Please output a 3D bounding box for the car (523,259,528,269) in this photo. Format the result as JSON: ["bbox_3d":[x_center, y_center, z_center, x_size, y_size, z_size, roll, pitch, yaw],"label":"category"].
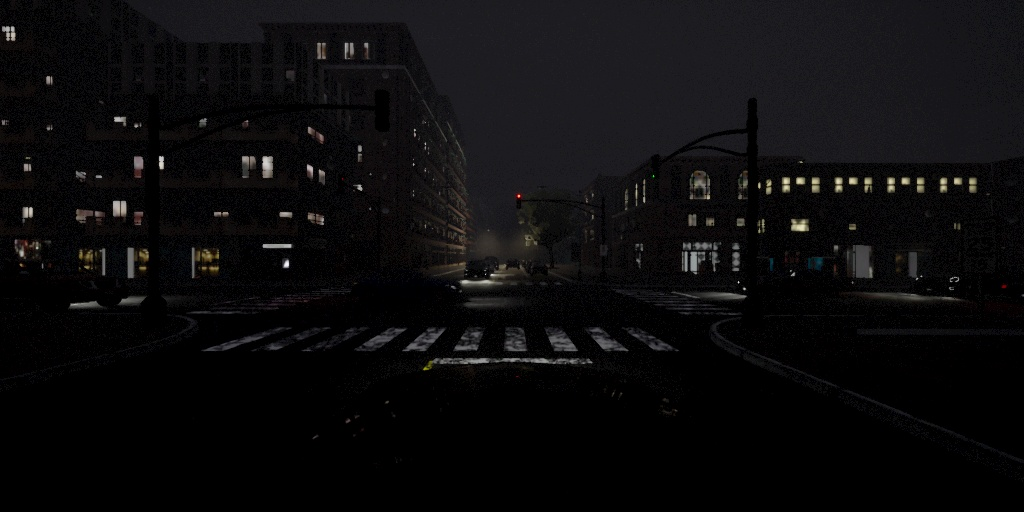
[{"bbox_3d":[2.712,1.228,42.509,1.967,1.591,4.097,0,0,0],"label":"car"}]

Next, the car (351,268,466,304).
[{"bbox_3d":[-4.596,1.280,15.775,4.674,1.442,1.812,0,0,0],"label":"car"}]

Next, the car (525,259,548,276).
[{"bbox_3d":[2.709,1.330,36.812,2.007,1.370,4.403,0,0,0],"label":"car"}]

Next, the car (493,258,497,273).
[{"bbox_3d":[-3.077,1.314,42.572,1.812,1.442,4.674,0,0,0],"label":"car"}]

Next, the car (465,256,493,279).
[{"bbox_3d":[-3.056,1.124,32.274,2.097,1.767,4.553,0,0,-1],"label":"car"}]

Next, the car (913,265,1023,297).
[{"bbox_3d":[24.533,1.219,19.166,4.553,1.767,2.097,0,0,0],"label":"car"}]

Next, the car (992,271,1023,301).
[{"bbox_3d":[25.105,1.470,15.971,4.718,1.301,1.895,0,0,0],"label":"car"}]

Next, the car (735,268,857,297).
[{"bbox_3d":[15.033,1.372,19.105,5.357,1.411,2.033,0,0,0],"label":"car"}]

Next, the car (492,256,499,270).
[{"bbox_3d":[-3.063,1.028,53.204,2.150,2.045,5.566,0,0,1],"label":"car"}]

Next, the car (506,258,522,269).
[{"bbox_3d":[0.132,1.168,57.951,2.097,1.767,4.553,0,0,0],"label":"car"}]

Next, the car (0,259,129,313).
[{"bbox_3d":[-17.270,1.013,13.103,5.009,1.841,2.192,0,0,0],"label":"car"}]
